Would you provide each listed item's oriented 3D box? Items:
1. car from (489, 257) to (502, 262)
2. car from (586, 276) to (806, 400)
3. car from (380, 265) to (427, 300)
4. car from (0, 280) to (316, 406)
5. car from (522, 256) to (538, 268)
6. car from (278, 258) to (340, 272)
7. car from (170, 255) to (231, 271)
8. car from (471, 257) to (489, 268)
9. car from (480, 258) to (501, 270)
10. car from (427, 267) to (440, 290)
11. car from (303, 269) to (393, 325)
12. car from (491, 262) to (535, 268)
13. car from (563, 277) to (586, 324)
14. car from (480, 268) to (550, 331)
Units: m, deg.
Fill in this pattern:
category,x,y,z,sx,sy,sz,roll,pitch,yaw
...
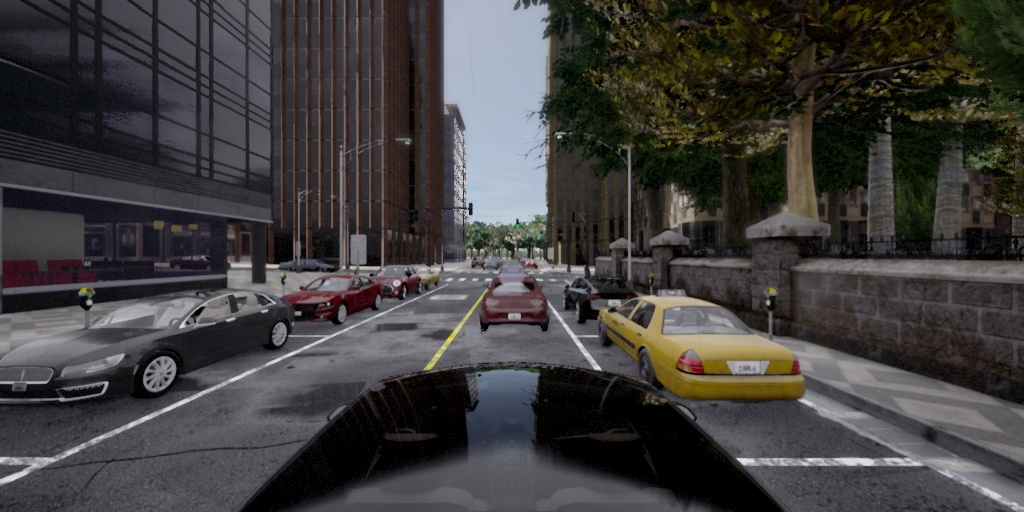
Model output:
category,x,y,z,sx,sy,sz,roll,pitch,yaw
car,-2.935,1.326,60.700,1.895,1.301,4.718,0,0,0
car,2.776,1.272,6.523,1.751,1.417,4.829,0,0,0
car,-5.724,1.180,17.285,1.967,1.591,4.097,0,0,0
car,-5.750,1.297,6.371,2.007,1.370,4.403,0,0,0
car,2.892,1.166,54.692,1.967,1.591,4.097,0,0,0
car,-19.235,0.928,34.231,5.357,1.411,2.033,1,0,0
car,-29.643,0.657,34.238,5.008,1.535,1.882,1,0,0
car,-5.621,1.039,60.150,2.192,1.841,5.009,0,0,0
car,-2.965,1.291,50.705,1.994,1.385,4.181,0,0,1
car,-5.711,1.263,22.572,1.751,1.417,4.829,0,0,0
car,-5.737,1.288,11.828,1.888,1.381,4.507,0,0,0
car,0.063,1.286,21.212,2.033,1.411,5.357,0,0,1
car,2.788,1.309,11.810,1.948,1.339,4.313,0,0,0
car,0.079,1.270,10.854,1.812,1.442,4.674,0,0,0
